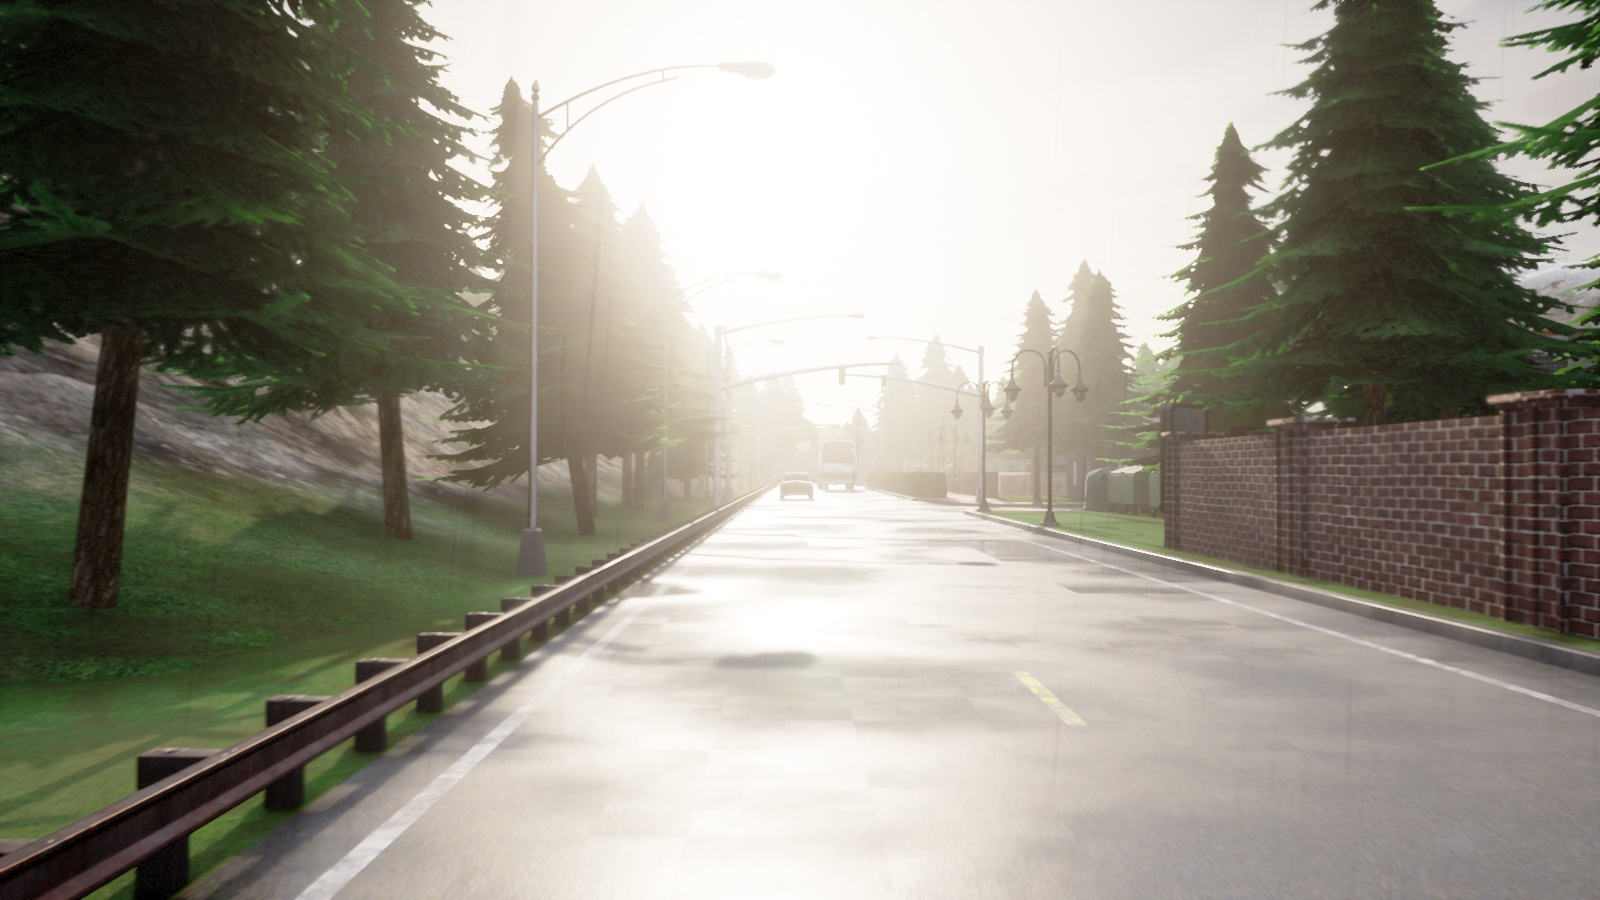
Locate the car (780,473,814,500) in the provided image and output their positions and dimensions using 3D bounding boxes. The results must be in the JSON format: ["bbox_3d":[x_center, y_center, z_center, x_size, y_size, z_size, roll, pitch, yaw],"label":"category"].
[{"bbox_3d":[-0.172,2.044,70.900,1.837,1.490,4.892,0,-1,0],"label":"car"}]
